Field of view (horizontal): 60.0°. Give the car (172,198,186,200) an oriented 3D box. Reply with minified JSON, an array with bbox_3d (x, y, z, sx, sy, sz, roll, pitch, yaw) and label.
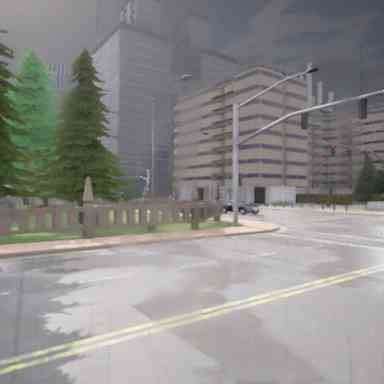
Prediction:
[{"bbox_3d":[-1.510,1.602,44.401,1.882,1.535,5.008,0,0,-35],"label":"car"}]

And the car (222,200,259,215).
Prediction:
[{"bbox_3d":[4.974,1.615,35.254,2.128,1.511,4.902,0,0,-35],"label":"car"}]
